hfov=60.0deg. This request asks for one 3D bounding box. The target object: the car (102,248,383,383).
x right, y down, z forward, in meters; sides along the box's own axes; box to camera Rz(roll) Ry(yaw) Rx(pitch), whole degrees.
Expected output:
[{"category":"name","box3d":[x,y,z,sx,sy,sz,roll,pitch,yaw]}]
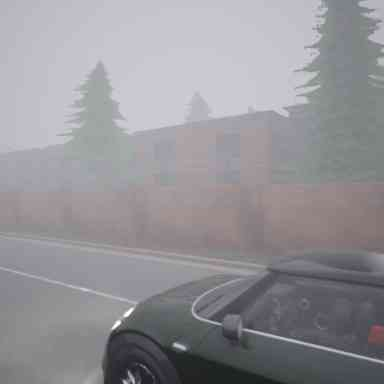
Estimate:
[{"category":"car","box3d":[1.237,1.358,3.151,4.553,1.767,2.097,0,0,35]}]
